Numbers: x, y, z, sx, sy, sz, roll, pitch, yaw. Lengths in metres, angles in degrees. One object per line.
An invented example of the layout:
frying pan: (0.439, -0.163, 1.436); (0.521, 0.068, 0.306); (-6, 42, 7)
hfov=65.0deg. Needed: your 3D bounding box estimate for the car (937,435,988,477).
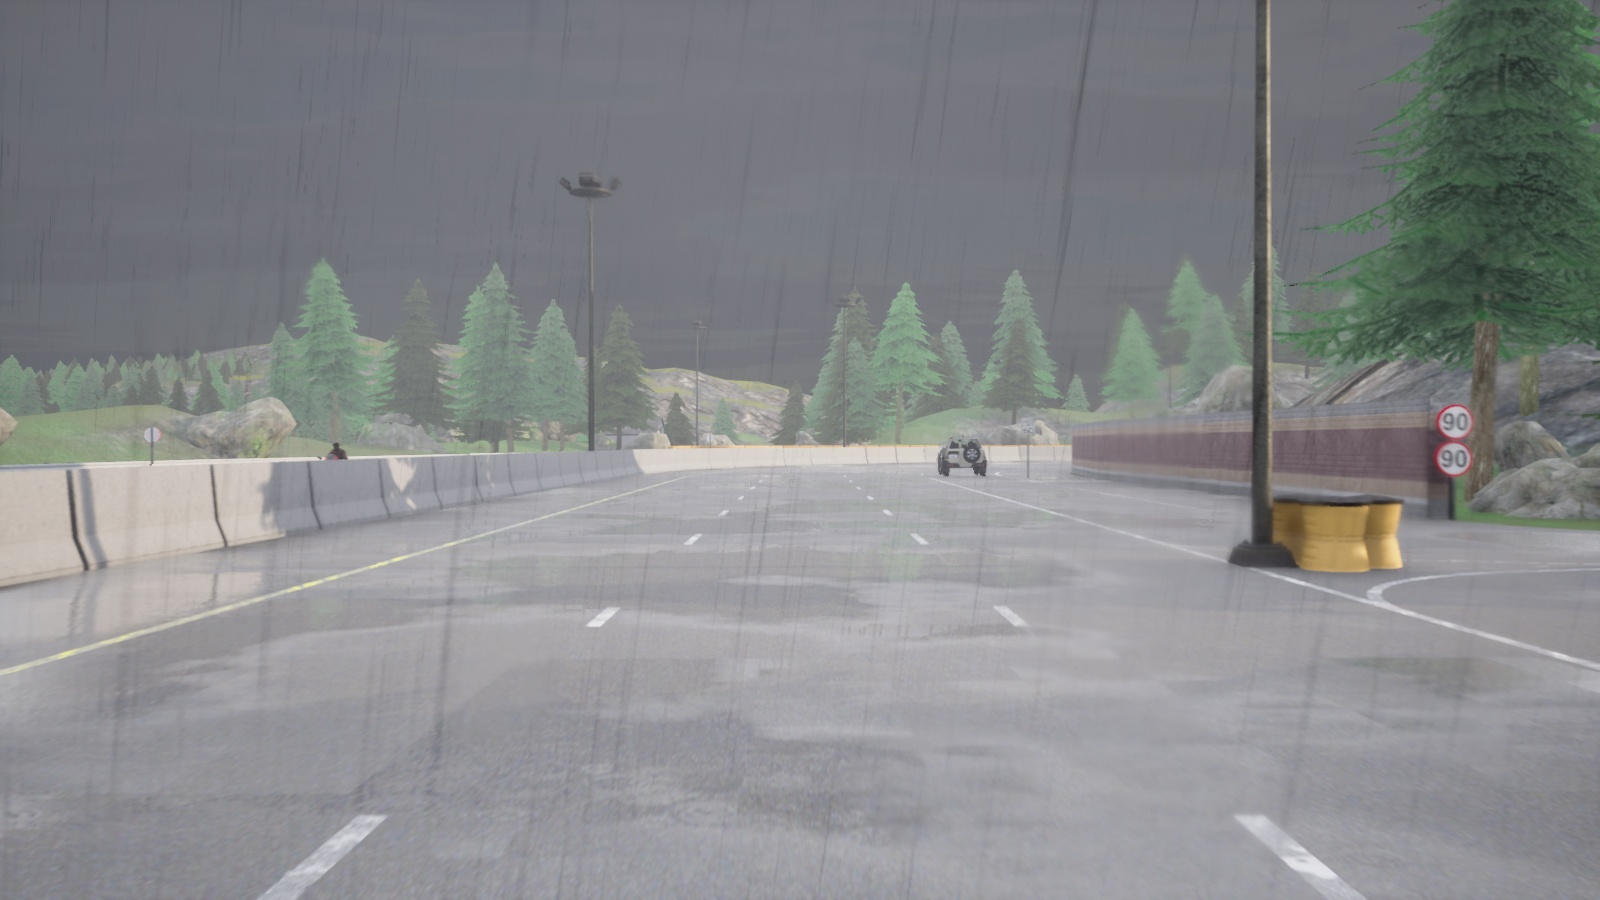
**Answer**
car: (7.347, 0.247, 57.122); (1.932, 1.855, 4.605); (0, 0, 3)
